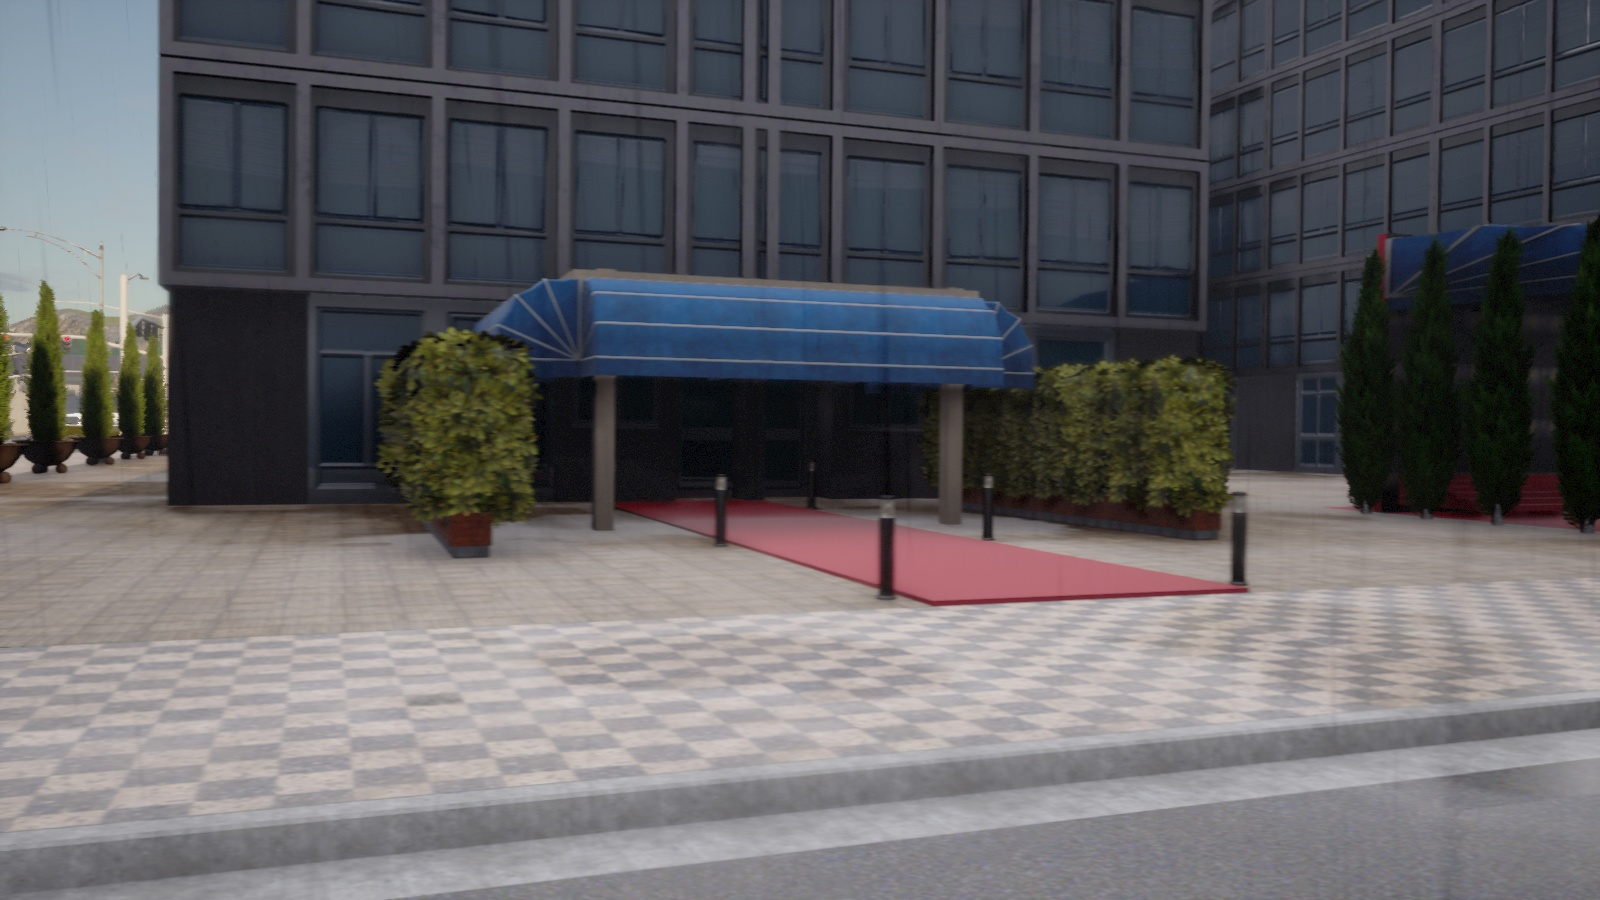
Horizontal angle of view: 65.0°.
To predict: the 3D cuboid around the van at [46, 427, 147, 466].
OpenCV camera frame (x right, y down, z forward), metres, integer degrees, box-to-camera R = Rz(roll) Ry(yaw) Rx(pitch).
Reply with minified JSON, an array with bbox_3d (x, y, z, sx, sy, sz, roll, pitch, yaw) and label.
[{"bbox_3d":[-37.999,-0.204,67.913,4.480,2.038,2.069,-1,1,-21],"label":"van"}]
